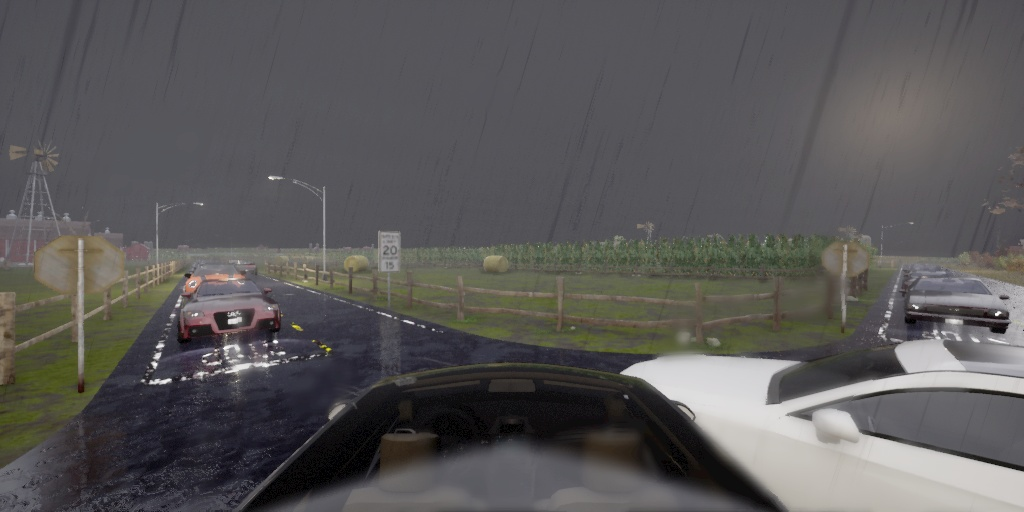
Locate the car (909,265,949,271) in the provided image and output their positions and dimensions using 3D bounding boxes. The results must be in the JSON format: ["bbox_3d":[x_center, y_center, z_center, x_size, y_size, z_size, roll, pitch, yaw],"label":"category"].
[{"bbox_3d":[21.020,1.364,17.925,4.181,1.385,1.994,0,1,-43],"label":"car"}]

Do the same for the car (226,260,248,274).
[{"bbox_3d":[-33.285,1.282,43.351,1.837,1.490,4.892,0,0,-41],"label":"car"}]

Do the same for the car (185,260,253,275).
[{"bbox_3d":[-13.560,1.133,16.470,2.097,1.767,4.553,0,0,-41],"label":"car"}]

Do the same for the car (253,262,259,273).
[{"bbox_3d":[-26.637,1.265,35.828,2.128,1.511,4.902,0,0,-41],"label":"car"}]

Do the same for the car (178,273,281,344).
[{"bbox_3d":[-7.848,1.351,9.931,1.994,1.385,4.181,0,0,-42],"label":"car"}]

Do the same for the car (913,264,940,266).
[{"bbox_3d":[28.648,1.309,24.845,4.902,1.511,2.128,0,1,-42],"label":"car"}]

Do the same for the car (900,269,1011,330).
[{"bbox_3d":[13.623,1.335,11.205,5.357,1.411,2.033,0,1,-42],"label":"car"}]

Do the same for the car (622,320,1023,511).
[{"bbox_3d":[2.857,1.293,2.239,1.812,1.442,4.674,0,1,-43],"label":"car"}]
